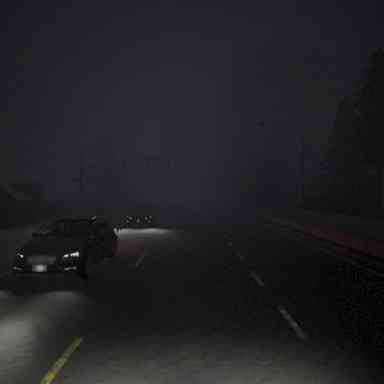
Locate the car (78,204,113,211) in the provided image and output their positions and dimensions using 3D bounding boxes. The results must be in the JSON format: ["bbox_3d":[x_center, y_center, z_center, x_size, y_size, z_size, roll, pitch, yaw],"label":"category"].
[{"bbox_3d":[-7.013,1.658,24.168,1.837,1.490,4.892,0,-1,0],"label":"car"}]

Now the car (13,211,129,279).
[{"bbox_3d":[-3.585,1.556,10.298,2.128,1.511,4.902,0,0,0],"label":"car"}]

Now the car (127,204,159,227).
[{"bbox_3d":[-3.513,1.658,24.158,1.837,1.490,4.892,0,-1,0],"label":"car"}]
